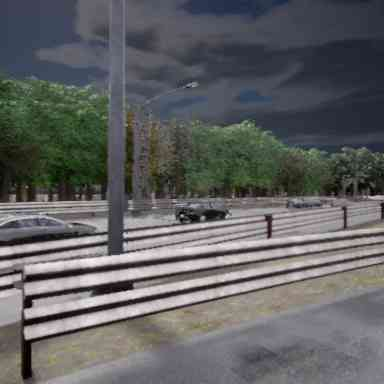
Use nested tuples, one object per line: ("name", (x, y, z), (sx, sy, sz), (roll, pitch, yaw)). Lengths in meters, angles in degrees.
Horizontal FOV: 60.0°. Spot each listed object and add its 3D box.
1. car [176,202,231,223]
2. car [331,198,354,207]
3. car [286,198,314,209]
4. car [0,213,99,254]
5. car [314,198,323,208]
("car", (0.945, 1.442, 24.281), (1.882, 1.535, 5.008), (0, 0, 40))
("car", (21.152, 1.590, 46.681), (1.994, 1.385, 4.181), (0, 0, 44))
("car", (14.174, 1.515, 44.385), (1.812, 1.442, 4.674), (0, 0, 41))
("car", (-5.371, 1.455, 11.168), (2.128, 1.511, 4.902), (0, 0, 38))
("car", (17.122, 1.564, 47.771), (1.994, 1.385, 4.181), (0, 0, 44))
